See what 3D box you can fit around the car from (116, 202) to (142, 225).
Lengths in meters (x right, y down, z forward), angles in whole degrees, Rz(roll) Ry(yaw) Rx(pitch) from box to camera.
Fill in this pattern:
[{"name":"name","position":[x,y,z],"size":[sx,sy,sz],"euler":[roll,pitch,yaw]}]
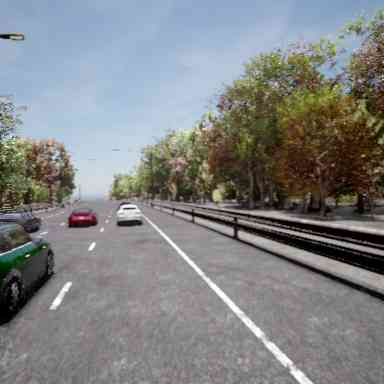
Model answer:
[{"name":"car","position":[-5.003,1.756,26.518],"size":[1.812,1.442,4.674],"euler":[-2,0,-12]}]

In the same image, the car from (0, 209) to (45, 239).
[{"name":"car","position":[-11.006,1.933,20.999],"size":[2.033,1.411,5.357],"euler":[-2,0,-12]}]

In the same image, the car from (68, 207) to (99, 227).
[{"name":"car","position":[-8.558,1.900,26.434],"size":[1.994,1.385,4.181],"euler":[-2,0,-12]}]

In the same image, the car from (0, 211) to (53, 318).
[{"name":"car","position":[-4.713,1.511,7.708],"size":[2.097,1.767,4.553],"euler":[-2,0,-11]}]

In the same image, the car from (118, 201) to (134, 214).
[{"name":"car","position":[-8.451,1.941,42.390],"size":[1.812,1.442,4.674],"euler":[-2,0,-13]}]
